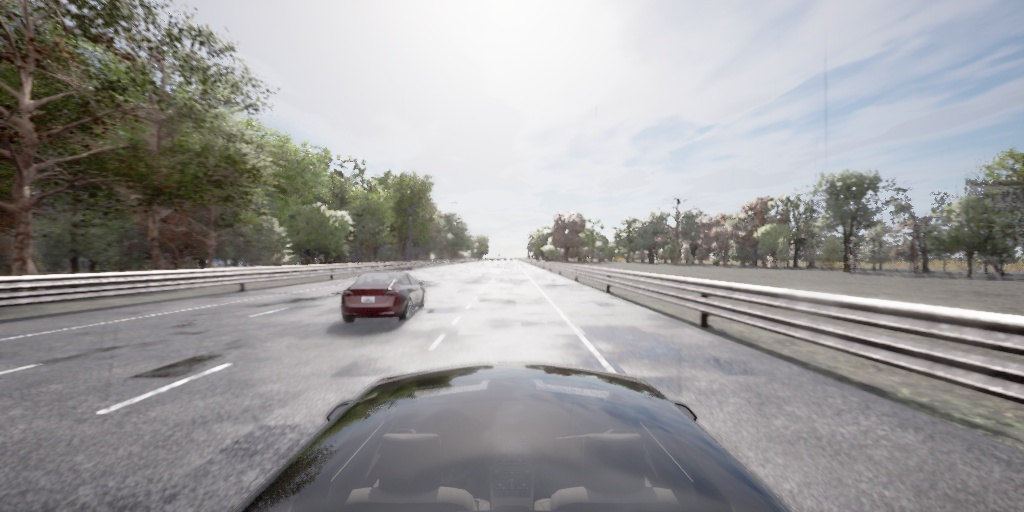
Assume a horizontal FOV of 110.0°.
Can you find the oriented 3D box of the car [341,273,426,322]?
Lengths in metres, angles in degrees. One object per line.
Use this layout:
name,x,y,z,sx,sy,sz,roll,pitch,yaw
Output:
car,-4.283,1.297,12.541,2.163,1.488,4.792,0,0,-5
